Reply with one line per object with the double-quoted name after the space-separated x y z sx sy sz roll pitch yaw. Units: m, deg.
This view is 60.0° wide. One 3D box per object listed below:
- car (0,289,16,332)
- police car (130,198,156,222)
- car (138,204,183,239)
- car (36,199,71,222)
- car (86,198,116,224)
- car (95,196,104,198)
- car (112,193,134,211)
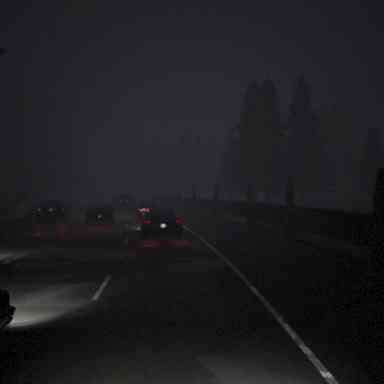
-3.546 1.552 2.629 2.033 1.411 5.357 0 0 -2 "car"
-3.587 1.484 26.723 2.038 1.542 4.974 0 0 -14 "police car"
-1.686 1.545 17.517 1.994 1.385 4.181 0 0 -10 "car"
-10.809 1.346 26.232 2.097 1.767 4.553 0 0 -15 "car"
-6.784 1.464 24.697 1.882 1.535 5.008 0 0 -14 "car"
-15.252 1.433 54.661 1.801 1.575 5.366 0 0 -30 "car"
-8.523 1.192 41.074 2.150 2.045 5.566 0 0 -23 "car"
